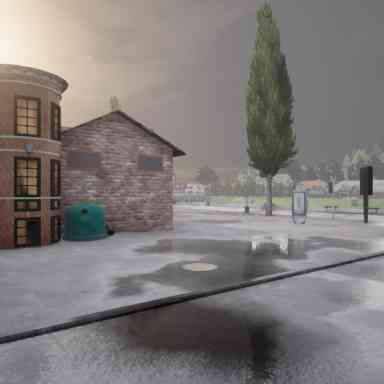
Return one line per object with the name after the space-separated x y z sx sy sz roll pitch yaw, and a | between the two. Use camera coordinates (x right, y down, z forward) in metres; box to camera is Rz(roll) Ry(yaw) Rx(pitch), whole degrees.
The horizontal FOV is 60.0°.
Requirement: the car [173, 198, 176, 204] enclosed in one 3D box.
-4.632 1.521 60.368 1.812 1.442 4.674 0 0 -35 | car
